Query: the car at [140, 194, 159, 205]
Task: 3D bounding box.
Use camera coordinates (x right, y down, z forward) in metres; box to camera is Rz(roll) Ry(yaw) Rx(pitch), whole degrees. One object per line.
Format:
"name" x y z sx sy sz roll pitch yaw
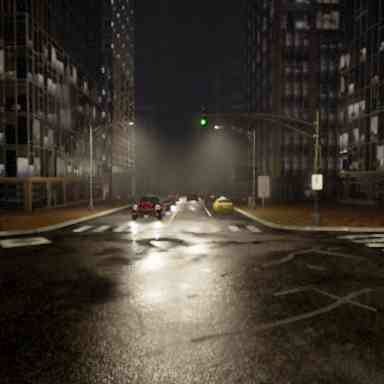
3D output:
"car" -5.840 1.007 46.106 1.947 1.339 4.313 -1 1 0

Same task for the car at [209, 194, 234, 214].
"car" 2.806 1.160 30.476 1.752 1.417 4.829 -1 1 0

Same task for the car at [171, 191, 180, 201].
"car" -3.023 0.820 54.624 1.882 1.535 5.008 0 1 0

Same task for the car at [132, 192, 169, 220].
"car" -3.113 1.045 24.841 2.097 1.767 4.553 0 1 1

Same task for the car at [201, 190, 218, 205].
"car" 2.712 0.772 45.554 2.192 1.841 5.009 -1 1 0

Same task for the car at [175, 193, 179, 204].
"car" -3.067 1.068 44.150 1.895 1.301 4.718 0 1 0

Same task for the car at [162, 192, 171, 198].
"car" -5.670 0.681 74.473 1.802 1.307 4.206 -1 1 0

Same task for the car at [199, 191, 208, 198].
"car" 2.675 0.480 80.085 1.967 1.590 4.097 -1 1 0

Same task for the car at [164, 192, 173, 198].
"car" -5.670 0.596 80.146 1.947 1.339 4.313 -1 1 0

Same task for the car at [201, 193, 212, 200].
"car" 2.677 0.813 63.065 1.947 1.339 4.313 -1 1 0

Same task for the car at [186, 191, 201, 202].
"car" 0.098 0.911 54.458 1.994 1.385 4.181 0 1 0

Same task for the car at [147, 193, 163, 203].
"car" -5.670 0.939 51.780 1.947 1.339 4.313 -1 1 0

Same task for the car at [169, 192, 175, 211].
"car" -3.092 1.063 34.139 1.882 1.535 5.008 0 1 0

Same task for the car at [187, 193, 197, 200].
"car" 0.004 0.799 66.828 1.895 1.301 4.718 0 1 0
